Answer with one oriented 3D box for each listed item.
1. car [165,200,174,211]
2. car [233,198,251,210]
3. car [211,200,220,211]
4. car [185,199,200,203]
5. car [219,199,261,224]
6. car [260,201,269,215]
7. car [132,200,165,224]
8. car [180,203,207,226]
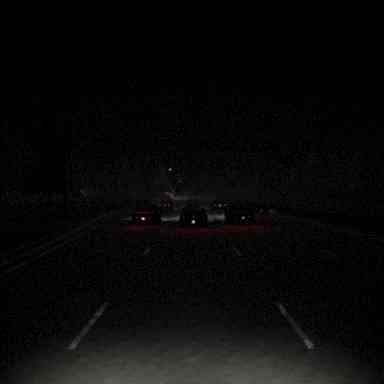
[{"bbox_3d":[-3.428,1.722,44.026,2.033,1.411,5.357,0,0,0],"label":"car"},{"bbox_3d":[7.014,1.666,47.405,1.882,1.535,5.008,0,0,0],"label":"car"},{"bbox_3d":[3.572,1.724,44.397,2.033,1.411,5.357,0,0,0],"label":"car"},{"bbox_3d":[0.083,1.681,47.854,2.128,1.511,4.902,0,0,0],"label":"car"},{"bbox_3d":[3.598,1.594,25.704,2.128,1.511,4.902,0,0,0],"label":"car"},{"bbox_3d":[6.998,1.669,35.922,1.812,1.442,4.674,0,0,0],"label":"car"},{"bbox_3d":[-3.402,1.607,25.631,1.837,1.490,4.892,0,0,0],"label":"car"},{"bbox_3d":[0.098,1.698,24.375,1.895,1.301,4.718,0,0,0],"label":"car"}]
